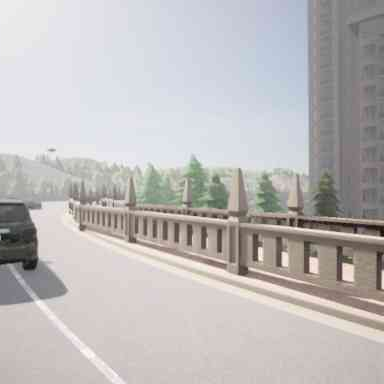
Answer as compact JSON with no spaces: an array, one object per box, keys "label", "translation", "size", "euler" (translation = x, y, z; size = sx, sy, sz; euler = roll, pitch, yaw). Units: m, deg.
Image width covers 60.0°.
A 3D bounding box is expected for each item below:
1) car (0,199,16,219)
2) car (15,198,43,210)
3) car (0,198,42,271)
[{"label":"car","translation":[-16.829,1.397,28.978],"size":[1.882,1.535,5.008],"euler":[0,0,-18]},{"label":"car","translation":[-20.065,1.448,41.116],"size":[1.994,1.385,4.181],"euler":[0,0,-10]},{"label":"car","translation":[-6.242,1.198,10.233],"size":[2.150,2.045,5.566],"euler":[0,0,-34]}]
